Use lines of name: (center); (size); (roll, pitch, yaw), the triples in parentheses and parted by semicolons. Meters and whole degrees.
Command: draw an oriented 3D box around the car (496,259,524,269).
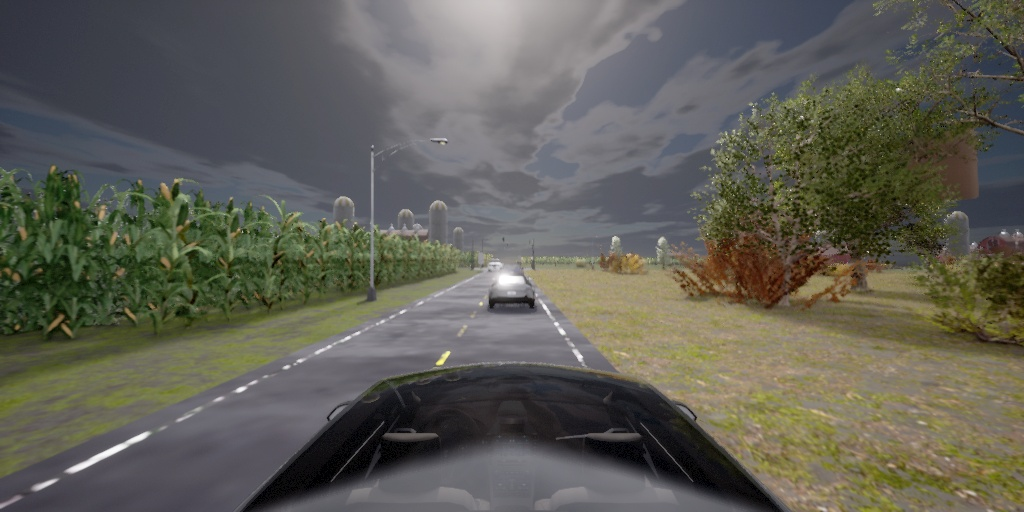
car: (-0.020, 1.384, 30.947); (2.097, 1.767, 4.553); (0, -1, 0)

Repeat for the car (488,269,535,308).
car: (-0.005, 1.452, 16.164); (1.994, 1.385, 4.181); (0, -1, 0)

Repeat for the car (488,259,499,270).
car: (-2.797, 1.539, 59.573); (2.150, 2.045, 5.566); (0, -1, 0)
